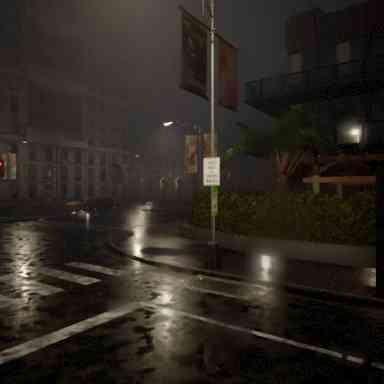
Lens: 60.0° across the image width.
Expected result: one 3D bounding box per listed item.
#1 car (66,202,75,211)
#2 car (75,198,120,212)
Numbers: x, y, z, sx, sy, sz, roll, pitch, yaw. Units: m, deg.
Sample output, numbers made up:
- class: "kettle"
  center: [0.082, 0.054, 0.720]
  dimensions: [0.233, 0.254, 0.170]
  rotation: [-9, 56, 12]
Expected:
- class: "car"
  center: [-13.077, 1.478, 40.905]
  dimensions: [1.882, 1.535, 5.008]
  rotation: [0, 0, 35]
- class: "car"
  center: [-10.582, 1.504, 38.360]
  dimensions: [1.837, 1.490, 4.892]
  rotation: [0, 0, 36]
